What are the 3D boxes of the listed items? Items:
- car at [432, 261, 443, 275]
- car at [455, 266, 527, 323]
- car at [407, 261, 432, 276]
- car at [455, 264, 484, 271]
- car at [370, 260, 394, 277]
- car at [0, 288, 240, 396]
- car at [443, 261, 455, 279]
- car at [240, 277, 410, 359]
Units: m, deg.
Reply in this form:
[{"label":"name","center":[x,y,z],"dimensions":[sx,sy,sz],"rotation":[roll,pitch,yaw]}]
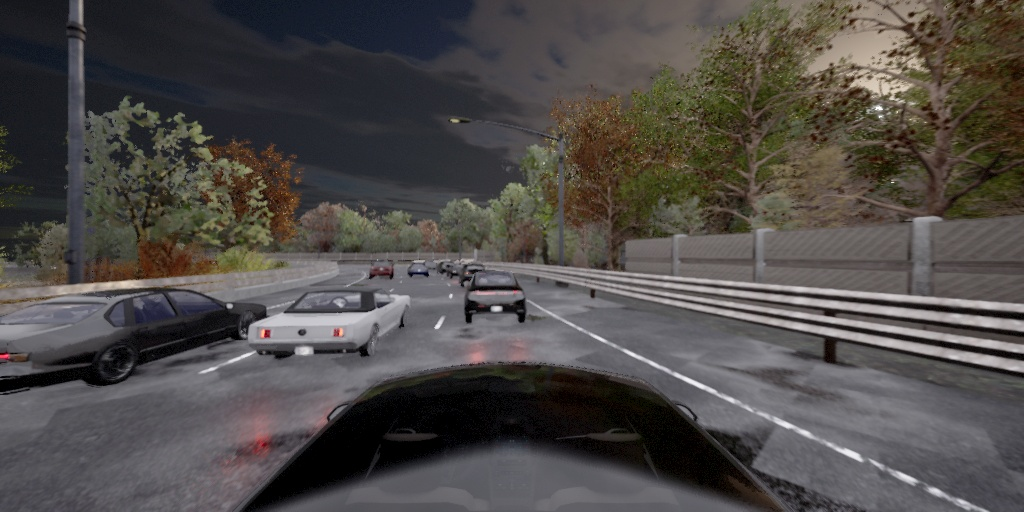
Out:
[{"label":"car","center":[-7.636,1.357,41.532],"dimensions":[1.837,1.490,4.892],"rotation":[0,0,-20]},{"label":"car","center":[-0.636,1.260,12.213],"dimensions":[2.128,1.511,4.902],"rotation":[0,-1,-5]},{"label":"car","center":[-10.068,1.416,38.323],"dimensions":[1.994,1.385,4.181],"rotation":[0,0,-19]},{"label":"car","center":[-2.773,1.308,25.432],"dimensions":[1.837,1.490,4.892],"rotation":[0,0,-12]},{"label":"car","center":[-12.577,1.205,34.819],"dimensions":[2.097,1.767,4.553],"rotation":[0,0,-18]},{"label":"car","center":[-7.150,1.330,6.906],"dimensions":[2.033,1.411,5.357],"rotation":[0,0,-3]},{"label":"car","center":[-5.173,1.430,34.260],"dimensions":[1.895,1.301,4.718],"rotation":[0,0,-17]},{"label":"car","center":[-3.774,1.376,8.493],"dimensions":[1.895,1.301,4.718],"rotation":[0,0,-4]}]
